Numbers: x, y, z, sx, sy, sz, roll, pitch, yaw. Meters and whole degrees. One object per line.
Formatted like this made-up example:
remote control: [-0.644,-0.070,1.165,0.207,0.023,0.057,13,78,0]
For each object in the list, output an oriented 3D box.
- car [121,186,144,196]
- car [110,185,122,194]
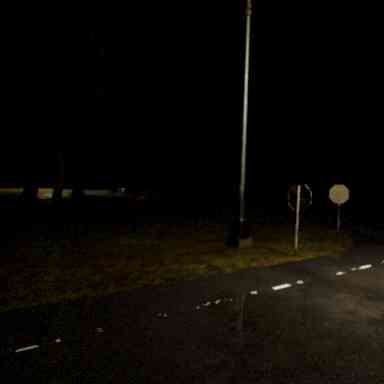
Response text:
car: [-9.940,-0.053,57.289,1.837,1.490,4.892,2,1,-33]
car: [-13.831,-0.481,63.110,2.097,1.767,4.553,2,1,-34]
